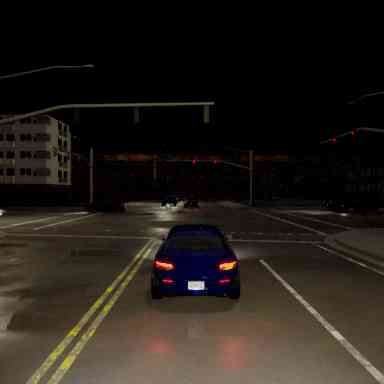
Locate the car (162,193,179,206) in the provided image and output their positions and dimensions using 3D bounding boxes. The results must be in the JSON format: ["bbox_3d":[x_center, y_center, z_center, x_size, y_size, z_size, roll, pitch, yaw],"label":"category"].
[{"bbox_3d":[-3.636,1.221,53.985,2.150,2.045,5.566,0,0,-1],"label":"car"}]

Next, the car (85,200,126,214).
[{"bbox_3d":[-9.133,1.551,35.171,4.181,1.385,1.994,0,0,2],"label":"car"}]

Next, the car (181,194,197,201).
[{"bbox_3d":[-0.816,1.355,83.311,2.097,1.767,4.553,0,0,27],"label":"car"}]

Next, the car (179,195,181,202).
[{"bbox_3d":[-3.624,1.526,63.622,1.812,1.442,4.674,0,0,1],"label":"car"}]

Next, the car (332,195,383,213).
[{"bbox_3d":[17.510,1.342,34.087,5.008,1.535,1.882,-1,0,1],"label":"car"}]

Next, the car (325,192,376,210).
[{"bbox_3d":[18.095,1.082,37.584,5.566,2.045,2.150,-1,0,0],"label":"car"}]

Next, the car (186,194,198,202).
[{"bbox_3d":[0.015,1.355,73.850,2.097,1.767,4.553,0,0,6],"label":"car"}]

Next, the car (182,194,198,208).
[{"bbox_3d":[-0.085,1.491,48.623,2.128,1.511,4.902,0,0,0],"label":"car"}]

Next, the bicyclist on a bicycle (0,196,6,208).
[{"bbox_3d":[-25.479,1.300,44.831,0.582,1.620,1.656,0,0,0],"label":"bicyclist on a bicycle"}]

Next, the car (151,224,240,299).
[{"bbox_3d":[0.077,1.526,8.312,1.812,1.442,4.674,0,0,0],"label":"car"}]

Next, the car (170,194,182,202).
[{"bbox_3d":[-3.524,1.355,73.499,2.097,1.767,4.553,0,0,2],"label":"car"}]
